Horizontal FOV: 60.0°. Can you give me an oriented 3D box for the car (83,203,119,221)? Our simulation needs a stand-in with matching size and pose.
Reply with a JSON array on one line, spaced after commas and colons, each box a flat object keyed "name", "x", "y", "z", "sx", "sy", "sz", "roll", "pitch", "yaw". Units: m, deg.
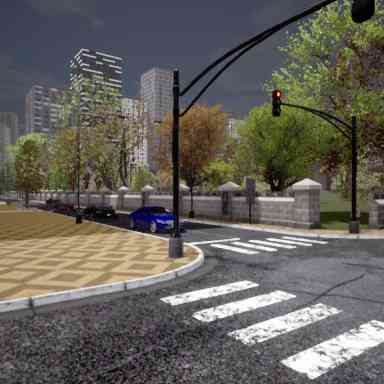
[{"name": "car", "x": -7.753, "y": 1.635, "z": 28.103, "sx": 1.994, "sy": 1.385, "sz": 4.181, "roll": 0, "pitch": 0, "yaw": -34}]

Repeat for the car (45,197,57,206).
[{"name": "car", "x": -24.196, "y": 1.672, "z": 58.003, "sx": 2.128, "sy": 1.511, "sz": 4.902, "roll": 0, "pitch": 0, "yaw": -34}]

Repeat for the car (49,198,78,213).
[{"name": "car", "x": -14.625, "y": 1.670, "z": 38.245, "sx": 1.994, "sy": 1.385, "sz": 4.181, "roll": 0, "pitch": 0, "yaw": -34}]

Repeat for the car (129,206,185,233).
[{"name": "car", "x": -2.262, "y": 1.568, "z": 20.030, "sx": 1.812, "sy": 1.442, "sz": 4.674, "roll": 0, "pitch": 0, "yaw": -34}]
